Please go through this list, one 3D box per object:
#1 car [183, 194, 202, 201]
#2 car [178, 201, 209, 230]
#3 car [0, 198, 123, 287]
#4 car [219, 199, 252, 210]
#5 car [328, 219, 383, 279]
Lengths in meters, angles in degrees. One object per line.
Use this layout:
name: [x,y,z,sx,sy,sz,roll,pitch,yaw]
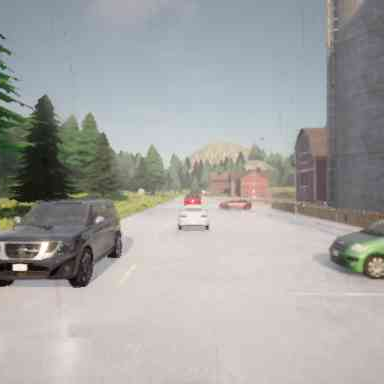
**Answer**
car: [0.086,1.209,42.079,2.150,2.045,5.566,0,0,0]
car: [0.095,1.519,21.090,1.812,1.442,4.674,0,0,0]
car: [-3.543,1.220,9.660,2.150,2.045,5.566,0,0,1]
car: [5.546,1.538,42.419,4.181,1.381,1.994,0,0,-1]
car: [6.040,1.481,9.410,3.988,1.617,1.851,0,0,-1]
